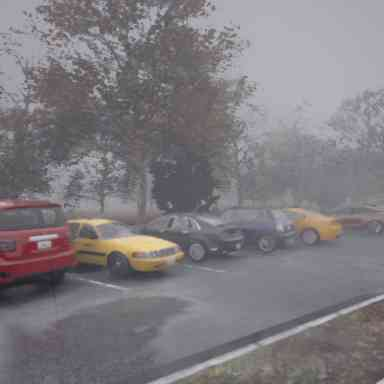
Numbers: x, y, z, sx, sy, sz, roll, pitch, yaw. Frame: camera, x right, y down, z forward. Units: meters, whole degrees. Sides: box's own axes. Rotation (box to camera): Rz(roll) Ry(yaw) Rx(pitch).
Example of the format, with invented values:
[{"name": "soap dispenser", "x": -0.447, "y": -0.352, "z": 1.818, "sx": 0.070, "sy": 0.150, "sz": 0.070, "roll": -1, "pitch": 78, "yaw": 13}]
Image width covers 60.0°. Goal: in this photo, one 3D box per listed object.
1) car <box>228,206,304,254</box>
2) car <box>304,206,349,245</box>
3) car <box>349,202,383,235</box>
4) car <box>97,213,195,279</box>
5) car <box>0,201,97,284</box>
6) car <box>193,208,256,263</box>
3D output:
[{"name": "car", "x": 1.924, "y": 1.380, "z": 13.803, "sx": 4.553, "sy": 1.767, "sz": 2.185, "roll": -1, "pitch": -1, "yaw": 34}, {"name": "car", "x": 4.296, "y": 1.506, "z": 15.568, "sx": 5.008, "sy": 1.535, "sz": 2.097, "roll": -1, "pitch": -1, "yaw": 34}, {"name": "car", "x": 9.009, "y": 1.536, "z": 19.136, "sx": 4.792, "sy": 1.488, "sz": 2.163, "roll": -1, "pitch": -1, "yaw": 33}, {"name": "car", "x": -2.751, "y": 1.502, "z": 10.235, "sx": 5.366, "sy": 1.575, "sz": 1.946, "roll": -1, "pitch": -1, "yaw": 34}, {"name": "car", "x": -5.349, "y": 1.257, "z": 8.619, "sx": 5.566, "sy": 2.045, "sz": 2.435, "roll": -1, "pitch": -1, "yaw": 34}, {"name": "car", "x": -0.496, "y": 1.508, "z": 12.069, "sx": 4.892, "sy": 1.521, "sz": 2.231, "roll": -1, "pitch": 0, "yaw": 34}]
